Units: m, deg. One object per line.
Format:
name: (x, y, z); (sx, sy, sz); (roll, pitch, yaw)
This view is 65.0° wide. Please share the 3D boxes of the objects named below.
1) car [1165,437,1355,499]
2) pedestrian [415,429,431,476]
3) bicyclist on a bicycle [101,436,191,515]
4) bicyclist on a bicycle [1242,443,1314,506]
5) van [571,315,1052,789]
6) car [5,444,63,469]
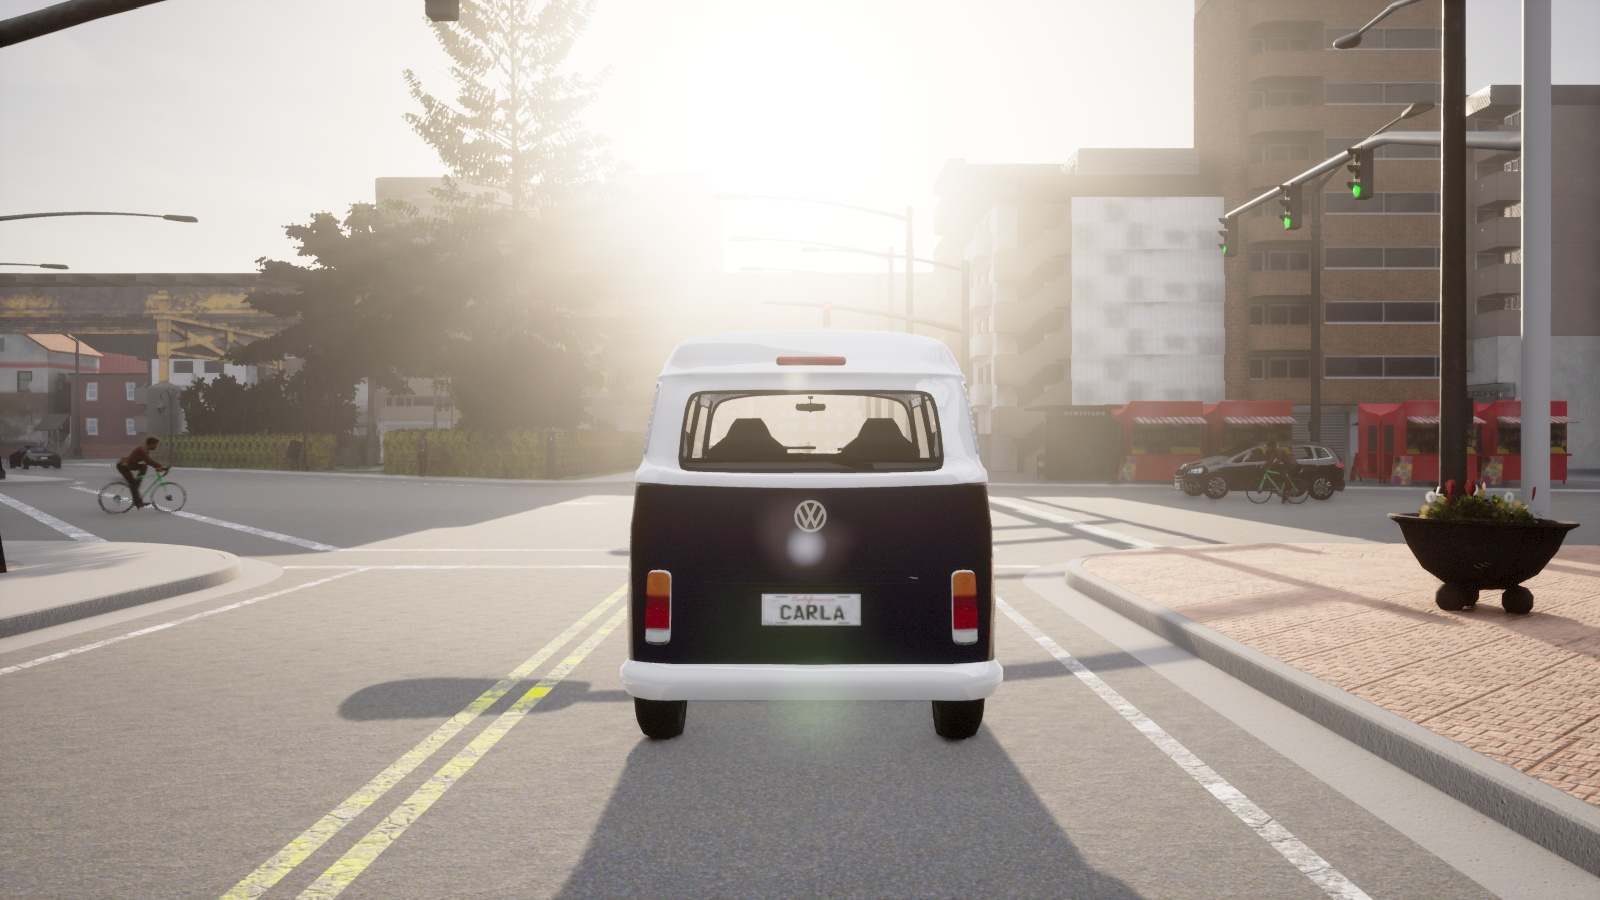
car: (13.121, 0.503, 36.080); (4.611, 1.667, 2.242); (1, 0, 0)
pedestrian: (-14.646, 0.108, 48.765); (0.328, 1.805, 0.869); (0, 0, -36)
bicyclist on a bicycle: (-13.760, 0.536, 26.467); (1.656, 1.620, 0.582); (0, -2, -27)
bicyclist on a bicycle: (12.392, 0.626, 32.583); (1.656, 1.620, 0.582); (0, 0, 0)
van: (0.066, 0.427, 7.651); (2.069, 2.038, 4.480); (0, 0, 0)
car: (-45.226, 0.356, 74.131); (4.181, 1.385, 1.994); (0, 0, 45)
